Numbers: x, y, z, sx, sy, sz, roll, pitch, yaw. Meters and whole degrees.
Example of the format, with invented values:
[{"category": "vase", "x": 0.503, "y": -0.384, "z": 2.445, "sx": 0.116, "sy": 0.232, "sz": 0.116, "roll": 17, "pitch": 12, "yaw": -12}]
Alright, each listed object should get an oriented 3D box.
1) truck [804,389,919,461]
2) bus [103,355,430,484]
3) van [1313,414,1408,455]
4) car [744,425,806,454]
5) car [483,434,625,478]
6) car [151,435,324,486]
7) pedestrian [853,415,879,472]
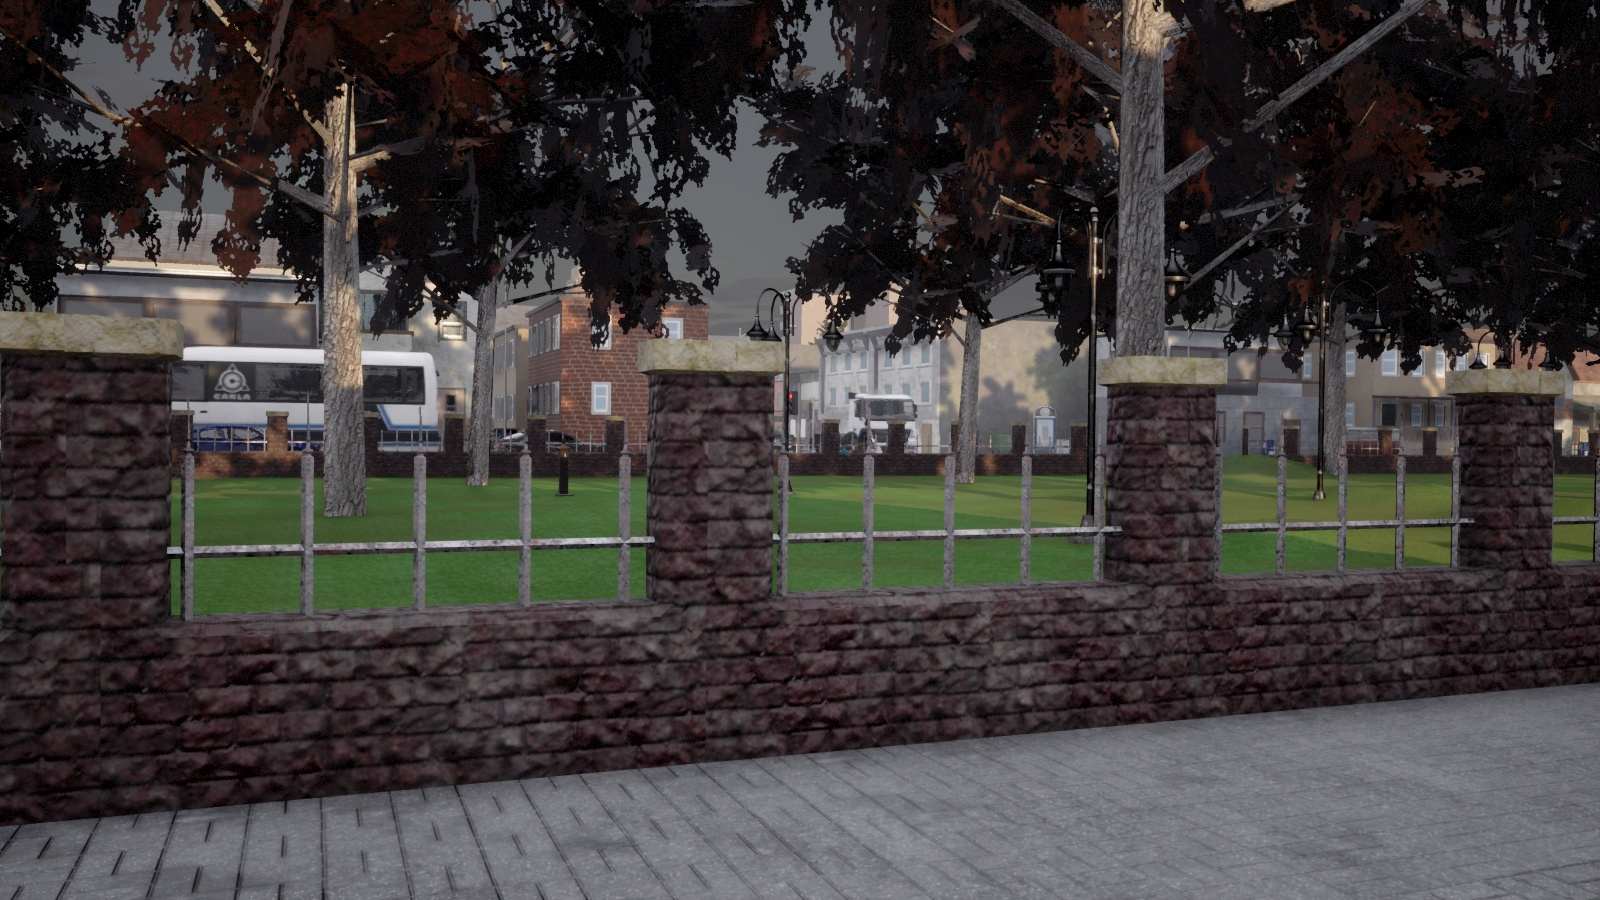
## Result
[{"category": "truck", "x": 3.018, "y": -1.269, "z": 64.544, "sx": 2.891, "sy": 3.462, "sz": 7.936, "roll": -1, "pitch": 1, "yaw": -21}, {"category": "bus", "x": -18.829, "y": -1.109, "z": 45.076, "sx": 10.273, "sy": 4.253, "sz": 3.944, "roll": -1, "pitch": 1, "yaw": -21}, {"category": "van", "x": 28.271, "y": -0.785, "z": 63.343, "sx": 4.442, "sy": 1.987, "sz": 1.775, "roll": -1, "pitch": 1, "yaw": -21}, {"category": "car", "x": -1.563, "y": -0.650, "z": 76.407, "sx": 2.152, "sy": 1.651, "sz": 5.027, "roll": -1, "pitch": 1, "yaw": -21}, {"category": "car", "x": -8.734, "y": 0.192, "z": 44.624, "sx": 4.674, "sy": 1.442, "sz": 1.812, "roll": -1, "pitch": 1, "yaw": -24}, {"category": "car", "x": -18.238, "y": 0.307, "z": 40.900, "sx": 5.008, "sy": 1.535, "sz": 1.882, "roll": -1, "pitch": 1, "yaw": -24}, {"category": "pedestrian", "x": 2.266, "y": -0.220, "z": 43.220, "sx": 0.788, "sy": 1.949, "sz": 0.423, "roll": -1, "pitch": 1, "yaw": -21}]
